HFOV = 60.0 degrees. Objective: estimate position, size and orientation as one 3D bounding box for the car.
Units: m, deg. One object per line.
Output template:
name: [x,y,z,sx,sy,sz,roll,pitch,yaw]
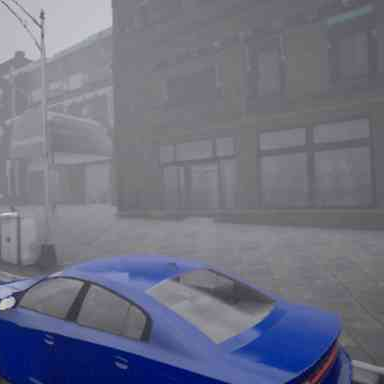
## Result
car: [-0.883,1.505,3.932,5.008,1.535,2.097,-1,0,35]
